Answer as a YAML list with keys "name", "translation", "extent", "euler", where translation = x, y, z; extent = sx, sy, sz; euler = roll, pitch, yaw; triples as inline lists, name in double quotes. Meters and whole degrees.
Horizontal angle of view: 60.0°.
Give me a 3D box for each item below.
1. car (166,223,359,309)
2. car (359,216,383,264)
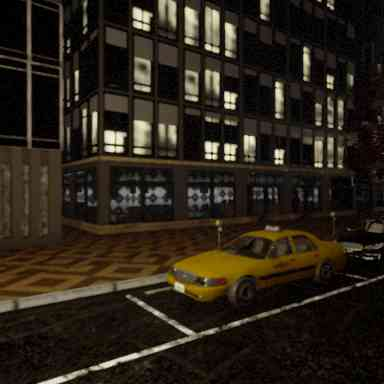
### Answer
- name: "car"
  translation: [1.727, 1.500, 7.785]
  extent: [4.829, 1.417, 1.752]
  euler: [0, 0, -35]
- name: "car"
  translation: [6.502, 1.498, 11.188]
  extent: [4.403, 1.369, 2.008]
  euler: [0, 0, -35]
